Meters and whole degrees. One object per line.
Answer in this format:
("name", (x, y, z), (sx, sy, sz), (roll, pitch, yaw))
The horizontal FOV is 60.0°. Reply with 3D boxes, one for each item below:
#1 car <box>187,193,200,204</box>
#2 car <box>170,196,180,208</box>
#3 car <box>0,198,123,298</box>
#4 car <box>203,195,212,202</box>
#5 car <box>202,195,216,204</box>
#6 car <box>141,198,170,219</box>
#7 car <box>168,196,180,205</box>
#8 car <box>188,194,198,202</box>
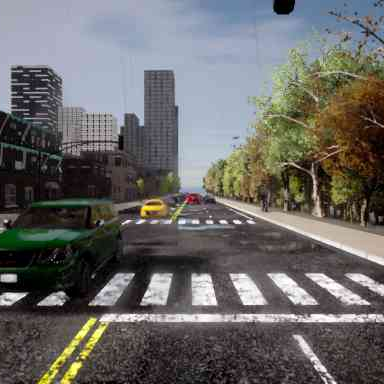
("car", (0.216, 1.197, 62.224), (2.150, 2.045, 5.566), (0, 0, 1))
("car", (-3.254, 1.531, 47.550), (2.033, 1.411, 5.357), (0, 0, 0))
("car", (-3.334, 1.219, 8.836), (2.150, 2.045, 5.566), (0, 0, 0))
("car", (3.388, 1.471, 73.092), (1.837, 1.490, 4.892), (0, 0, 0))
("car", (3.470, 1.540, 63.136), (1.994, 1.385, 4.181), (0, 0, 0))
("car", (-3.299, 1.469, 29.546), (1.882, 1.535, 5.008), (0, 0, 0))
("car", (-3.193, 1.484, 60.850), (1.837, 1.490, 4.892), (0, 0, 1))
("car", (0.149, 1.326, 72.789), (2.097, 1.767, 4.553), (0, 0, 0))
